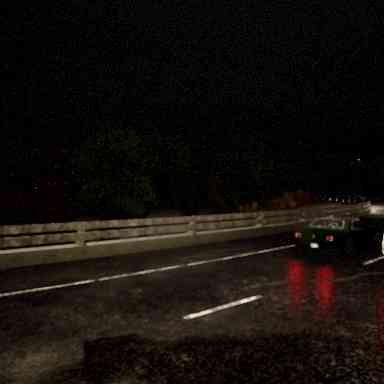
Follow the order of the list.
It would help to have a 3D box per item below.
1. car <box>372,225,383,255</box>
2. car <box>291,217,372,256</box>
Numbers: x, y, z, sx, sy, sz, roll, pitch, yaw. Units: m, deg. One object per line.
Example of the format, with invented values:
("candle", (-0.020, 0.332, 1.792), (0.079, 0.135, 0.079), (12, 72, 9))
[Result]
("car", (8.001, 1.288, 10.609), (5.566, 2.045, 2.150), (0, 0, -42))
("car", (6.109, 1.675, 13.623), (4.718, 1.301, 1.895), (0, 0, -42))
